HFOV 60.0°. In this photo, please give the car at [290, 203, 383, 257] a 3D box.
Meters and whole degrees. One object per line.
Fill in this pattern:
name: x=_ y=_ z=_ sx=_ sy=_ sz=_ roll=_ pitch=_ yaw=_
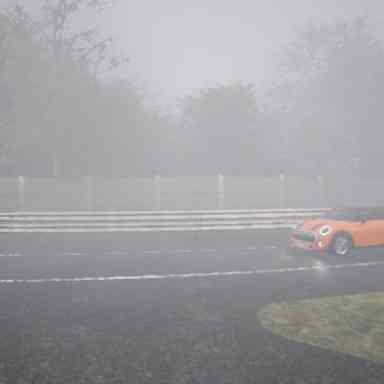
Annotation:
car: x=5.978 y=1.267 z=12.453 sx=4.553 sy=1.767 sz=2.097 roll=0 pitch=0 yaw=-18
